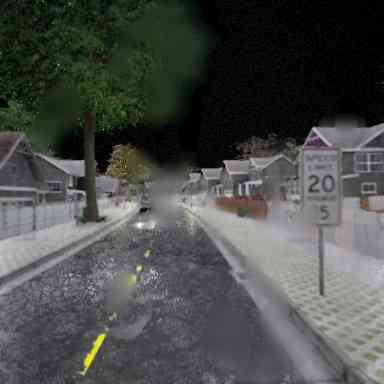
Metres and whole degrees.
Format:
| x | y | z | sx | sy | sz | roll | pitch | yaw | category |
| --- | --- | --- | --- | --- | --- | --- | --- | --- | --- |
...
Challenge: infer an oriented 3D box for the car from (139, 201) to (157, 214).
| x | y | z | sx | sy | sz | roll | pitch | yaw | category |
| --- | --- | --- | --- | --- | --- | --- | --- | --- | --- |
| -4.715 | 1.681 | 36.151 | 1.895 | 1.301 | 4.718 | 0 | 0 | -6 | car |
